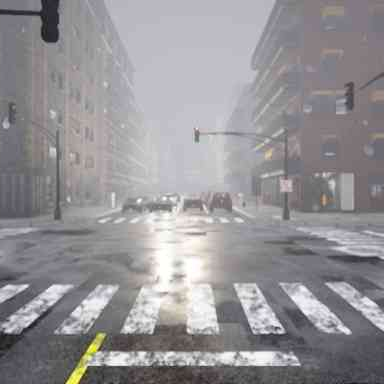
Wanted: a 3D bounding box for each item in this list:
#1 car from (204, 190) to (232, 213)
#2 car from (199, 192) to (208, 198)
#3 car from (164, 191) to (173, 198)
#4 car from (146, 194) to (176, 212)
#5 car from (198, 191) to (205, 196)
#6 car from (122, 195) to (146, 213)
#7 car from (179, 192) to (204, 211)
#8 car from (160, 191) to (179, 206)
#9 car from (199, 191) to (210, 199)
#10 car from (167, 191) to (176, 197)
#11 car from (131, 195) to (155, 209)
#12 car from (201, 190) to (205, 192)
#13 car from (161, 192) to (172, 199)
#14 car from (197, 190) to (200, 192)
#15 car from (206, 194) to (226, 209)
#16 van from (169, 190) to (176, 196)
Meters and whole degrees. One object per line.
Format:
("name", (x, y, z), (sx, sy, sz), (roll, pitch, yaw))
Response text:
("car", (2.592, 0.878, 30.970), (2.192, 1.841, 5.009), (1, 1, 0))
("car", (2.595, 0.638, 75.453), (1.802, 1.307, 4.206), (1, 0, 0))
("car", (-5.284, 0.583, 75.251), (1.752, 1.417, 4.829), (1, 1, 0))
("car", (-2.836, 1.124, 31.162), (1.994, 1.385, 4.181), (0, 1, 0))
("car", (2.600, 0.482, 92.144), (1.947, 1.339, 4.313), (1, 0, 0))
("car", (-5.292, 1.129, 30.930), (1.947, 1.339, 4.313), (1, 1, 0))
("car", (0.104, 1.023, 33.139), (2.128, 1.511, 4.902), (0, 1, 0))
("car", (-2.817, 0.951, 41.050), (1.812, 1.442, 4.674), (0, 1, 0))
("car", (2.596, 0.546, 69.892), (1.967, 1.590, 4.097), (1, 0, 0))
("car", (-5.282, 0.513, 86.550), (2.008, 1.369, 4.403), (1, 0, 0))
("car", (-5.291, 1.052, 36.490), (1.947, 1.339, 4.313), (1, 1, 0))
("car", (2.594, 0.726, 42.093), (2.192, 1.841, 5.009), (1, 1, 0))
("car", (-5.285, 0.657, 69.860), (2.008, 1.369, 4.403), (1, 1, 0))
("car", (0.020, 0.750, 61.500), (1.994, 1.385, 4.181), (0, 1, 0))
("car", (2.590, 1.009, 36.702), (1.752, 1.417, 4.829), (1, 1, 0))
("van", (-5.277, 0.257, 92.112), (1.690, 1.788, 3.998), (1, 0, 0))
